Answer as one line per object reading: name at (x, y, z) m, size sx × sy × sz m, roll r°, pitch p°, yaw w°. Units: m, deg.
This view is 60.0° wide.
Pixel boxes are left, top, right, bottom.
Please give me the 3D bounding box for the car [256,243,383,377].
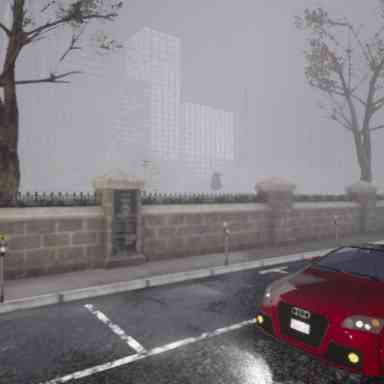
car at (3.050, 1.604, 5.551) m, size 4.181 × 1.385 × 1.994 m, roll 1°, pitch 0°, yaw -35°
